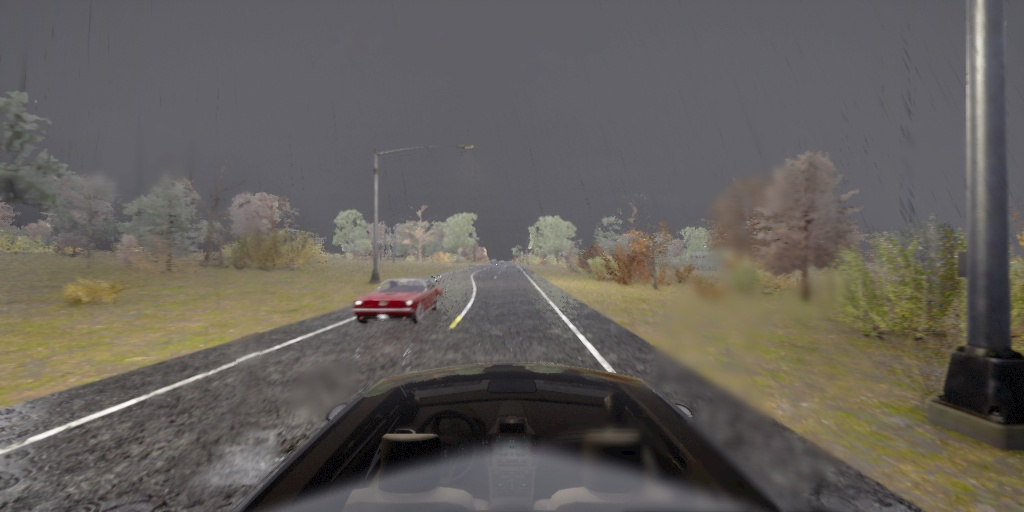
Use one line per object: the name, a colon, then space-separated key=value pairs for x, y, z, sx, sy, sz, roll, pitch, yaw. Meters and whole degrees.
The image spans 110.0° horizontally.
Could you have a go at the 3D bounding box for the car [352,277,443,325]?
car: x=-3.687 y=1.425 z=12.351 sx=1.895 sy=1.301 sz=4.718 roll=0 pitch=0 yaw=-1
